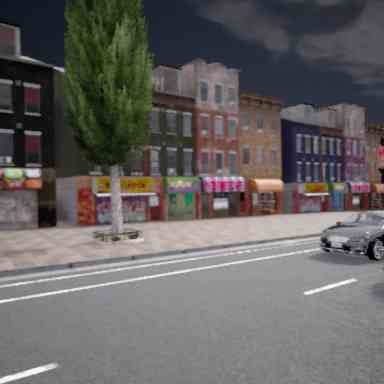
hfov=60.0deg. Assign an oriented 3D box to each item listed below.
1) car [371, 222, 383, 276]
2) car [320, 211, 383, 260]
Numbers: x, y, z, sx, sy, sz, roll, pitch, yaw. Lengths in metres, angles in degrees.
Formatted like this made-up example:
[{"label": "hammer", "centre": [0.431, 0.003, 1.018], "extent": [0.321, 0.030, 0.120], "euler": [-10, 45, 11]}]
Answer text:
[{"label": "car", "centre": [6.703, 1.534, 8.415], "extent": [4.674, 1.442, 1.812], "euler": [0, 0, -35]}, {"label": "car", "centre": [6.802, 1.502, 12.455], "extent": [4.902, 1.511, 2.128], "euler": [0, 0, -35]}]
